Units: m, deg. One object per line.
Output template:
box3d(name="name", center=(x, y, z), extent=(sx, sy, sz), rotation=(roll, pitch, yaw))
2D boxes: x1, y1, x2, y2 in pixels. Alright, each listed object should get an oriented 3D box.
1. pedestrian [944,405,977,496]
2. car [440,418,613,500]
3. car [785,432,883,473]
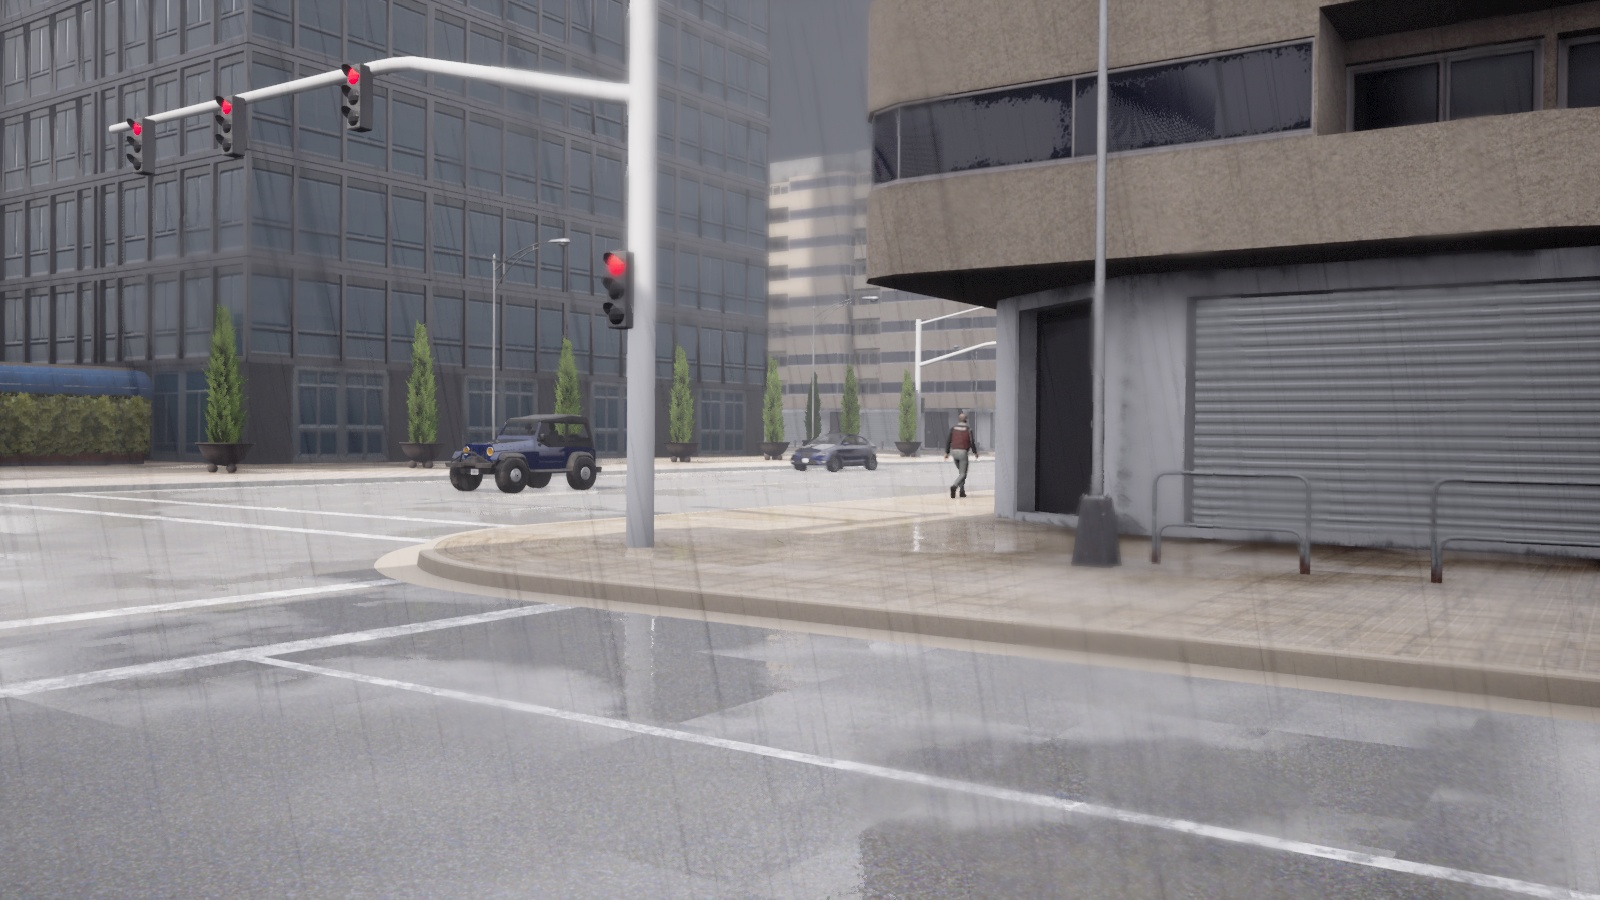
box3d(name="pedestrian", center=(3.328, 0.005, 26.008), extent=(0.376, 1.854, 0.720), rotation=(0, 1, 35))
box3d(name="car", center=(-6.642, 0.167, 30.810), extent=(1.905, 1.878, 3.866), rotation=(0, 1, 34))
box3d(name="car", center=(1.356, 0.066, 48.823), extent=(1.816, 1.474, 4.193), rotation=(0, 1, 34))
